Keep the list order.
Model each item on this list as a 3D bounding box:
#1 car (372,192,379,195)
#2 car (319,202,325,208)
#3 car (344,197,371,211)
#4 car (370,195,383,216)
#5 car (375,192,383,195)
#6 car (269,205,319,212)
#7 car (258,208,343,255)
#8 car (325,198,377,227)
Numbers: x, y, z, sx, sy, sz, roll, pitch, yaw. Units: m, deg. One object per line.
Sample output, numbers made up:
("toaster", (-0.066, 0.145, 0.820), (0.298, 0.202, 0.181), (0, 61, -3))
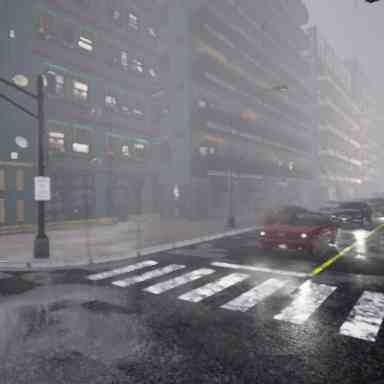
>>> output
("car", (28.321, 0.935, 50.481), (2.192, 1.841, 5.009), (-1, 0, 36))
("car", (11.659, 1.389, 27.580), (2.008, 1.369, 4.403), (-1, 0, 36))
("car", (18.326, 1.316, 36.741), (1.947, 1.339, 4.313), (-1, 0, 36))
("car", (16.350, 1.256, 29.623), (1.837, 1.490, 4.892), (-1, 0, 36))
("car", (23.276, 1.147, 39.051), (2.128, 1.511, 4.902), (-1, 0, 36))
("car", (5.641, 1.465, 19.465), (1.887, 1.381, 4.507), (-1, 0, 36))
("car", (4.321, 1.514, 13.083), (1.895, 1.301, 4.718), (-1, 0, 35))
("car", (10.235, 1.337, 21.234), (1.837, 1.490, 4.892), (-1, 0, 36))
